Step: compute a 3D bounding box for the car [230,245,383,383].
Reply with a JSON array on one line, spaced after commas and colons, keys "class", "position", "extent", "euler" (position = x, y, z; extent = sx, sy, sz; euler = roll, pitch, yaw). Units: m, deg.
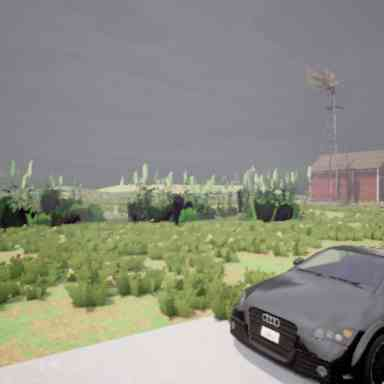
[{"class": "car", "position": [2.630, 1.581, 5.183], "extent": [4.181, 1.385, 1.994], "euler": [0, 0, -33]}]
